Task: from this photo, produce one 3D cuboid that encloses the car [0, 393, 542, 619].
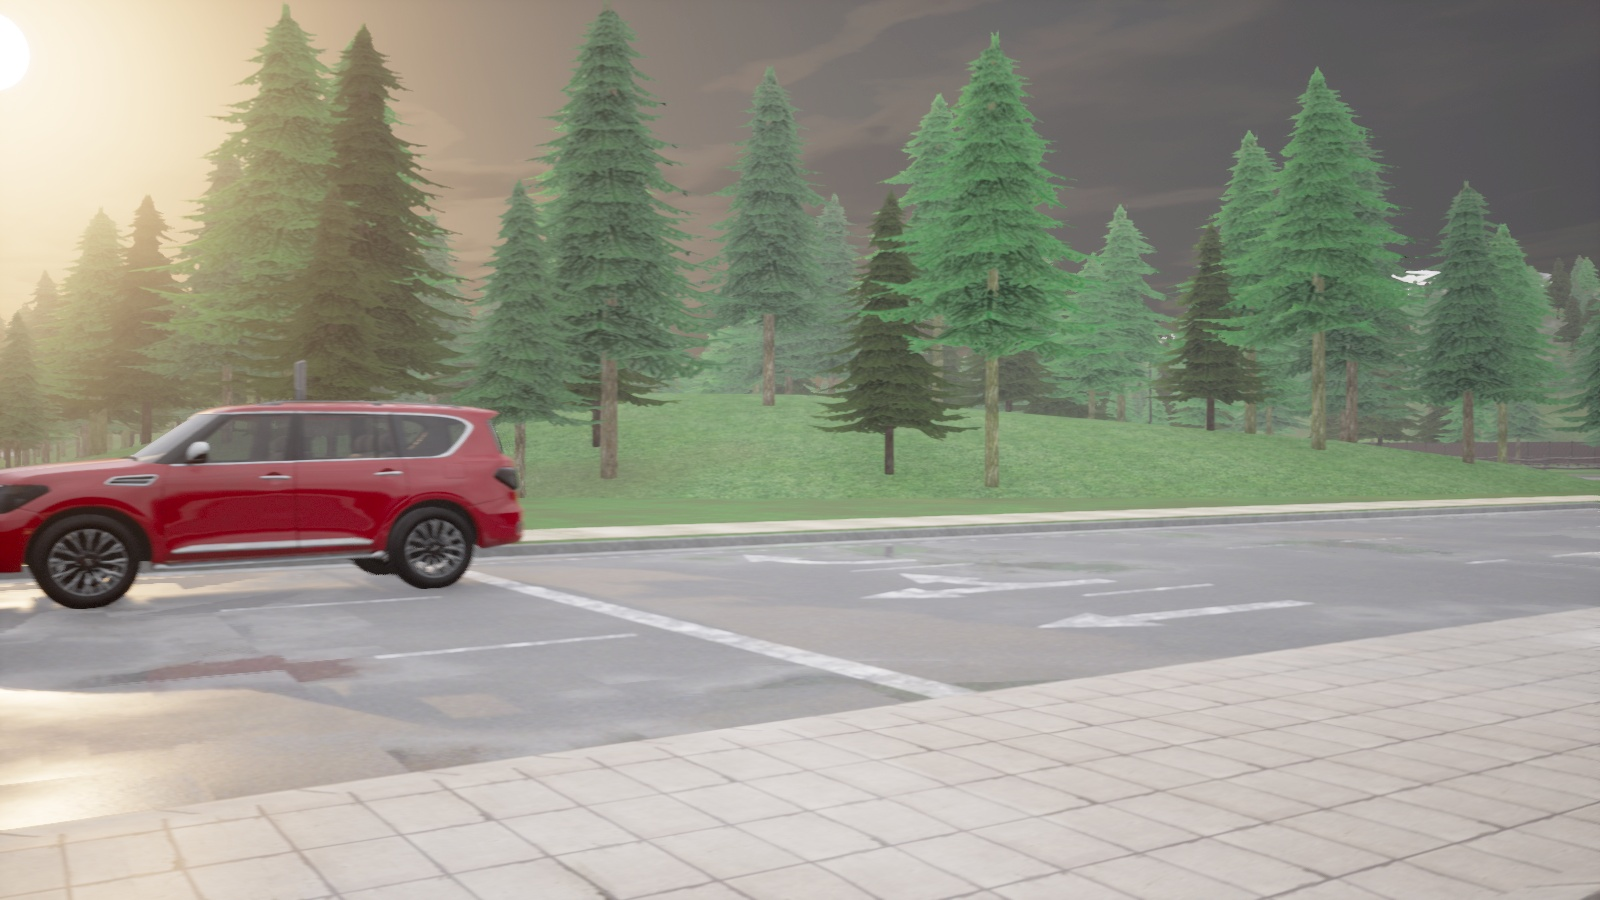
[{"bbox_3d":[-5.846,0.509,13.611,5.566,2.045,2.150,0,0,-34],"label":"car"}]
